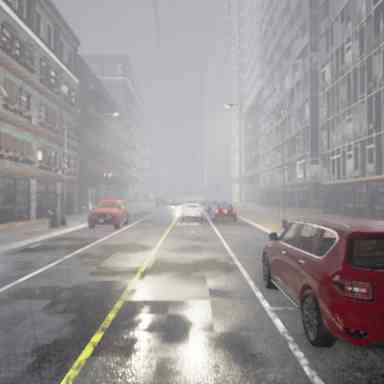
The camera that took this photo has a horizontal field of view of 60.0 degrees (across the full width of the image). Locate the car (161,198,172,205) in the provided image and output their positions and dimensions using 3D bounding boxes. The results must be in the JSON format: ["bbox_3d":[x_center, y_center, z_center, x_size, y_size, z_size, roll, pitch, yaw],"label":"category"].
[{"bbox_3d":[-5.642,2.131,74.121,1.947,1.339,4.313,1,0,0],"label":"car"}]

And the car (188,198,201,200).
[{"bbox_3d":[0.030,1.933,55.784,2.163,1.488,4.792,0,0,0],"label":"car"}]

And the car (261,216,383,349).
[{"bbox_3d":[2.709,1.366,6.304,2.192,1.841,5.009,1,0,0],"label":"car"}]

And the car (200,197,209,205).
[{"bbox_3d":[2.740,2.004,74.117,1.967,1.590,4.097,1,0,0],"label":"car"}]

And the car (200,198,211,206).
[{"bbox_3d":[2.736,2.067,68.464,1.887,1.381,4.507,1,0,0],"label":"car"}]

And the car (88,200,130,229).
[{"bbox_3d":[-5.663,1.498,23.263,2.192,1.841,5.009,1,0,0],"label":"car"}]

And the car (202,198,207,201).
[{"bbox_3d":[2.724,1.921,45.860,1.947,1.339,4.313,1,0,0],"label":"car"}]

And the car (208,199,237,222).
[{"bbox_3d":[2.718,1.666,28.907,1.967,1.590,4.097,1,0,0],"label":"car"}]

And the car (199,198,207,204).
[{"bbox_3d":[2.743,2.197,85.418,2.008,1.369,4.403,1,0,0],"label":"car"}]

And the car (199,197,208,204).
[{"bbox_3d":[2.742,2.046,79.767,1.967,1.590,4.097,1,0,0],"label":"car"}]

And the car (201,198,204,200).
[{"bbox_3d":[2.732,2.047,62.813,1.947,1.339,4.313,1,0,0],"label":"car"}]

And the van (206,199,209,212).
[{"bbox_3d":[2.723,1.610,34.560,1.690,1.788,3.998,1,0,0],"label":"van"}]

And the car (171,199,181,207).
[{"bbox_3d":[-2.995,2.046,63.213,1.994,1.385,4.181,0,0,1],"label":"car"}]

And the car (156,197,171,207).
[{"bbox_3d":[-5.644,1.797,62.821,2.192,1.841,5.009,1,0,0],"label":"car"}]

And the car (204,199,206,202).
[{"bbox_3d":[2.721,1.878,40.209,1.947,1.339,4.313,1,0,0],"label":"car"}]

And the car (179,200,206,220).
[{"bbox_3d":[0.068,1.764,30.564,1.812,1.442,4.674,0,0,1],"label":"car"}]
